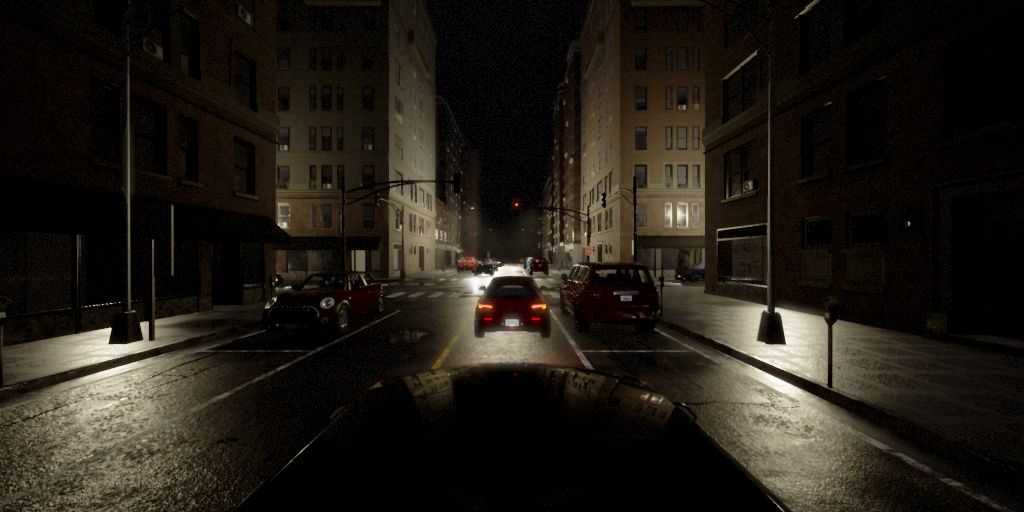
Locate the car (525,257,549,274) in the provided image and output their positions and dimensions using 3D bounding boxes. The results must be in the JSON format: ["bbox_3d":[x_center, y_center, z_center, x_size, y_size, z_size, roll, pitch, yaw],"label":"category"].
[{"bbox_3d":[2.781,1.063,37.752,2.192,1.841,5.009,0,0,0],"label":"car"}]

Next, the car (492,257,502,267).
[{"bbox_3d":[-2.695,1.293,60.938,2.033,1.411,5.357,0,0,0],"label":"car"}]

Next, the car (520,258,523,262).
[{"bbox_3d":[2.805,1.061,54.264,2.192,1.841,5.009,0,0,0],"label":"car"}]

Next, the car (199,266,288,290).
[{"bbox_3d":[-17.068,1.362,22.958,4.181,1.385,1.994,0,0,0],"label":"car"}]

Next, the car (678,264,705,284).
[{"bbox_3d":[14.013,1.272,25.760,4.181,1.385,1.994,0,0,0],"label":"car"}]

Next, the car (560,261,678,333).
[{"bbox_3d":[2.656,1.064,10.696,2.192,1.841,5.009,0,0,0],"label":"car"}]

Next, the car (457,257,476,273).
[{"bbox_3d":[-5.326,1.062,43.274,2.192,1.841,5.009,0,0,0],"label":"car"}]

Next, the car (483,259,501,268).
[{"bbox_3d":[-2.743,1.348,46.679,1.895,1.301,4.718,0,0,0],"label":"car"}]

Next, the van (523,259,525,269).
[{"bbox_3d":[2.797,1.088,48.760,1.690,1.789,3.998,0,0,0],"label":"van"}]

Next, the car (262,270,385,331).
[{"bbox_3d":[-5.369,1.189,10.714,1.967,1.591,4.097,0,0,0],"label":"car"}]

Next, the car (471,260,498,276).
[{"bbox_3d":[-2.769,1.349,36.672,1.895,1.301,4.718,0,0,0],"label":"car"}]

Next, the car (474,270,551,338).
[{"bbox_3d":[0.025,1.276,10.053,1.812,1.442,4.674,0,0,1],"label":"car"}]
